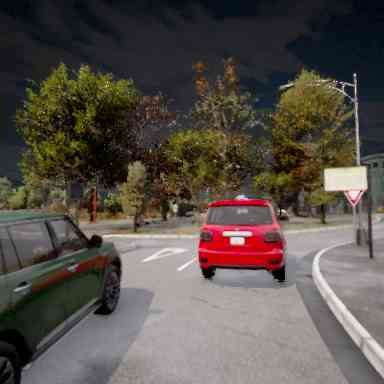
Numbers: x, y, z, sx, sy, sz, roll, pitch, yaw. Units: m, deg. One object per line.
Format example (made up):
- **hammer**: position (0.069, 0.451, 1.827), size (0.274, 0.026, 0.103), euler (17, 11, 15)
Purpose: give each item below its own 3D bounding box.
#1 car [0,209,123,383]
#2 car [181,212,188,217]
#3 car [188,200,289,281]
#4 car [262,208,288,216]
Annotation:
- **car**: position (-2.675, 1.240, 4.554), size (2.150, 2.045, 5.566), euler (0, 0, 5)
- **car**: position (-1.175, 6.725, 95.282), size (4.892, 1.521, 2.231), euler (0, -5, -9)
- **car**: position (1.733, 1.285, 10.203), size (2.150, 2.045, 5.566), euler (-1, -2, 15)
- **car**: position (16.951, 4.079, 67.899), size (4.674, 1.442, 1.812), euler (-3, -5, 35)
